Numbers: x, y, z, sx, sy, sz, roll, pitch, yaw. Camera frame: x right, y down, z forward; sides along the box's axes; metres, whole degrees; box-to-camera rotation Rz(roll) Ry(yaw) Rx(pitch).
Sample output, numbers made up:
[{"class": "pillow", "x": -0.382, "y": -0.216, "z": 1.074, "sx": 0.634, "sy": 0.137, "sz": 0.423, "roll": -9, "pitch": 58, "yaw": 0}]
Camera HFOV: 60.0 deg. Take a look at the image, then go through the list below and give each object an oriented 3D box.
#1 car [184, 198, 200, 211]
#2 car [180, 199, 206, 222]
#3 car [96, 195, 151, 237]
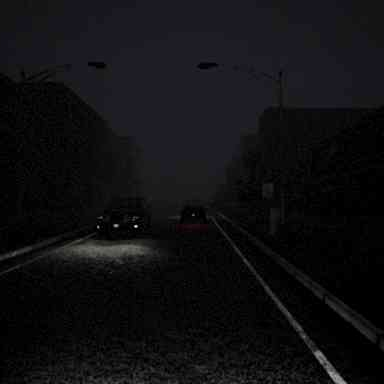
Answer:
[{"class": "car", "x": -0.039, "y": 1.559, "z": 42.724, "sx": 2.033, "sy": 1.411, "sz": 5.357, "roll": 0, "pitch": 0, "yaw": -1}, {"class": "car", "x": 0.098, "y": 1.485, "z": 26.058, "sx": 1.882, "sy": 1.535, "sz": 5.008, "roll": 0, "pitch": 0, "yaw": 0}, {"class": "car", "x": -3.597, "y": 1.227, "z": 18.523, "sx": 2.150, "sy": 2.045, "sz": 5.566, "roll": 0, "pitch": 0, "yaw": 0}]
